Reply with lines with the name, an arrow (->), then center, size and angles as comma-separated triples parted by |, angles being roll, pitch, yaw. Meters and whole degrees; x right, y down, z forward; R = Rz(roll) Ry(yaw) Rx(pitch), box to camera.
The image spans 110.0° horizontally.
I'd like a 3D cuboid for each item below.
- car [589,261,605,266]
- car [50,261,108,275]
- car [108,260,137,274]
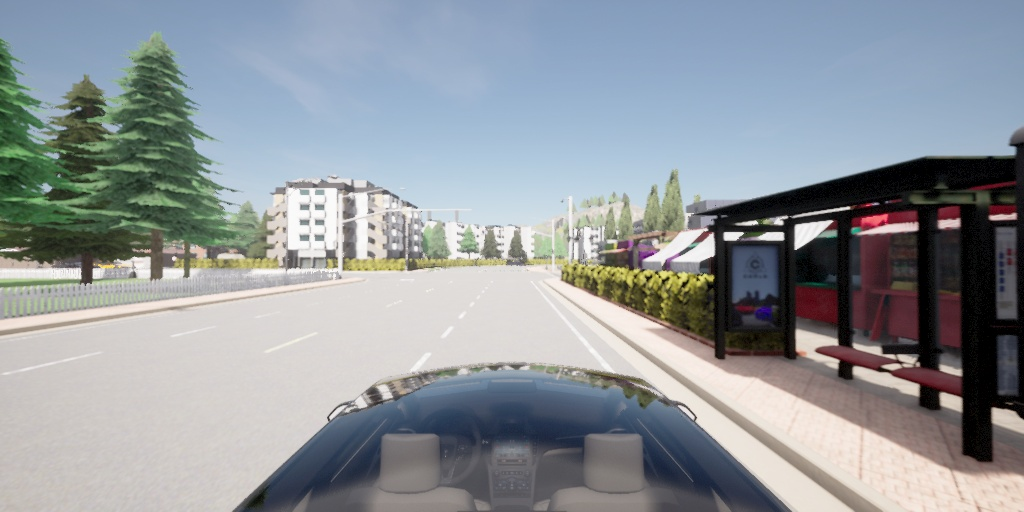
car -> 10.385, 1.294, 38.252 | 4.553, 1.767, 2.097 | 0, -1, 1
car -> -48.223, 1.315, 39.673 | 4.181, 1.385, 1.994 | 0, -1, 1
car -> -48.138, 1.273, 43.173 | 5.008, 1.535, 1.882 | 0, -1, 1
